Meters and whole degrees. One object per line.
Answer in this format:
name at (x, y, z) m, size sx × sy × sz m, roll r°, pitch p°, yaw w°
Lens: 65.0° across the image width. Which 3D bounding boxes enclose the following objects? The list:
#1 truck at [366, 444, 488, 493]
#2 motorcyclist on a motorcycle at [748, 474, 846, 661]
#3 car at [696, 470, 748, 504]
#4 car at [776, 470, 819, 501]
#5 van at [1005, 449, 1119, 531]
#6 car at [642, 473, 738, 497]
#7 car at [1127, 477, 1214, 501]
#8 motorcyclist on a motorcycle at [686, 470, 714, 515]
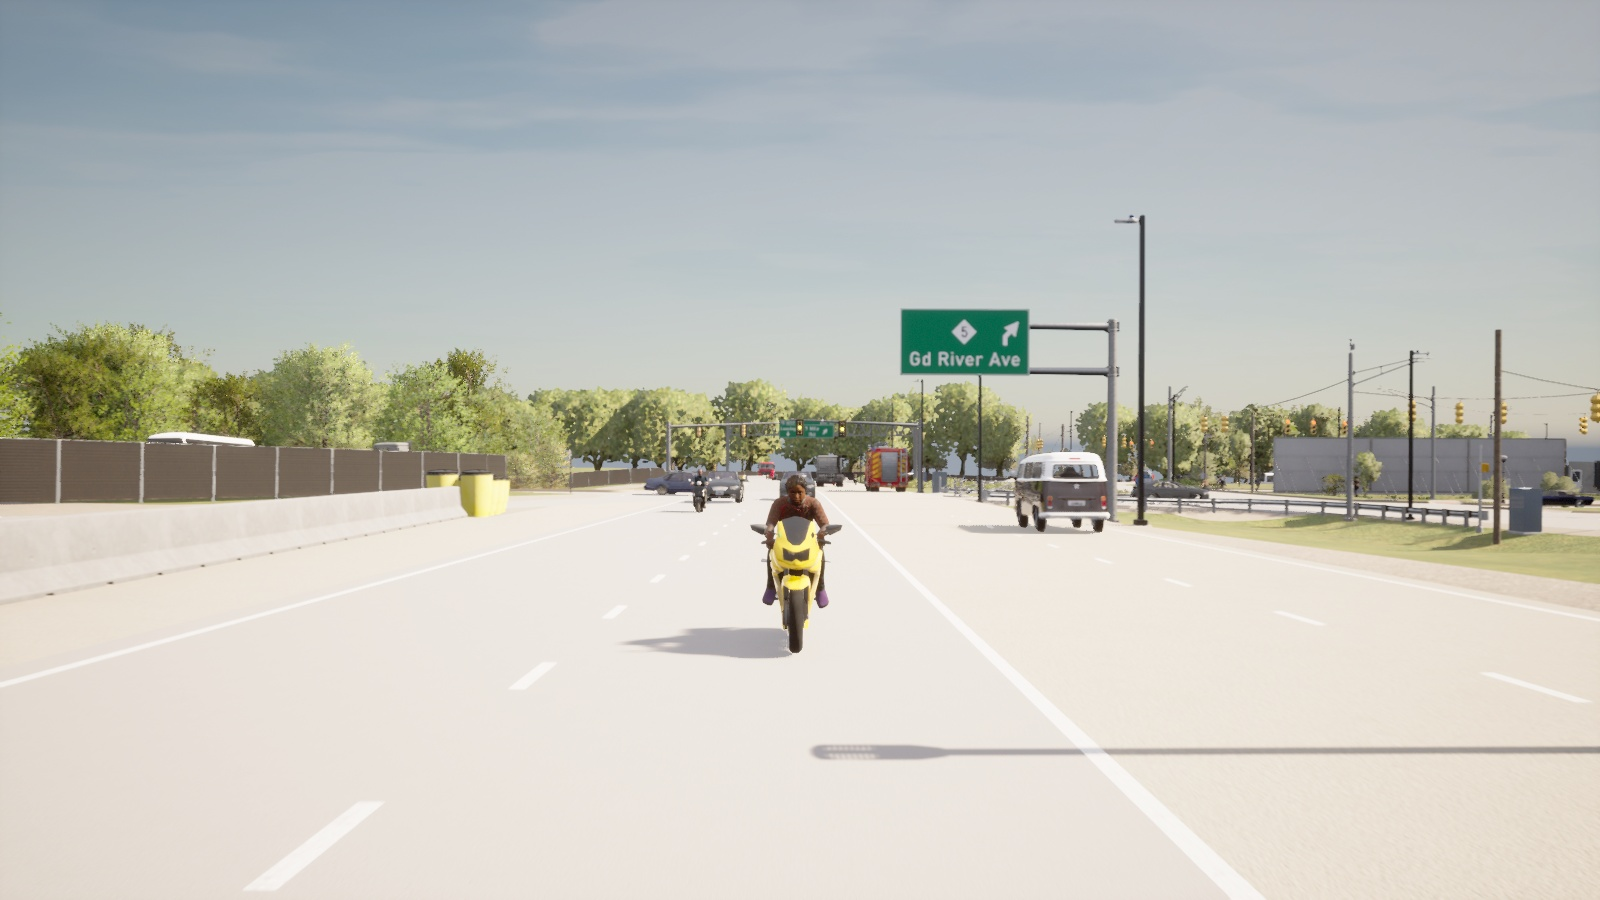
truck at (-27.019, 1.330, 91.179) m, size 7.936 × 3.462 × 2.891 m, roll 0°, pitch 0°, yaw 1°
motorcyclist on a motorcycle at (-0.026, 0.981, 11.335) m, size 0.797 × 1.523 × 2.044 m, roll 0°, pitch -1°, yaw 0°
car at (-3.631, 1.726, 59.477) m, size 2.128 × 1.511 × 4.902 m, roll 0°, pitch -1°, yaw 0°
car at (-0.127, 1.799, 64.951) m, size 2.128 × 1.511 × 4.902 m, roll 0°, pitch -1°, yaw 0°
van at (6.920, 1.046, 33.654) m, size 2.069 × 2.038 × 4.480 m, roll 0°, pitch -1°, yaw 0°
car at (-6.591, 2.081, 75.443) m, size 5.357 × 1.411 × 2.033 m, roll 0°, pitch -1°, yaw 17°
car at (23.605, 2.491, 80.150) m, size 4.902 × 1.511 × 2.128 m, roll 0°, pitch -1°, yaw -2°
motorcyclist on a motorcycle at (-3.606, 1.503, 45.430) m, size 0.866 × 1.590 × 1.817 m, roll 0°, pitch -1°, yaw 0°
